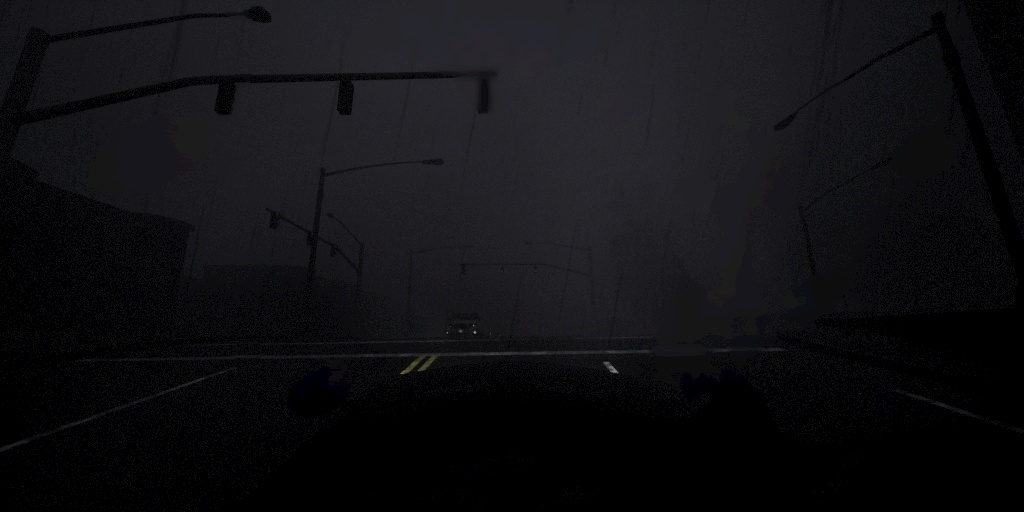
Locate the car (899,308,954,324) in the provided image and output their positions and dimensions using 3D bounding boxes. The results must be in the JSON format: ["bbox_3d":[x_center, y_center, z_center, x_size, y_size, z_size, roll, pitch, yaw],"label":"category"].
[{"bbox_3d":[24.325,3.791,21.121,4.181,1.385,1.994,-1,-13,1],"label":"car"}]

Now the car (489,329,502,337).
[{"bbox_3d":[-2.937,13.669,63.176,2.097,1.767,4.553,-1,-13,0],"label":"car"}]

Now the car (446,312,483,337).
[{"bbox_3d":[-3.310,5.080,26.014,2.150,2.045,5.566,-1,-12,0],"label":"car"}]
